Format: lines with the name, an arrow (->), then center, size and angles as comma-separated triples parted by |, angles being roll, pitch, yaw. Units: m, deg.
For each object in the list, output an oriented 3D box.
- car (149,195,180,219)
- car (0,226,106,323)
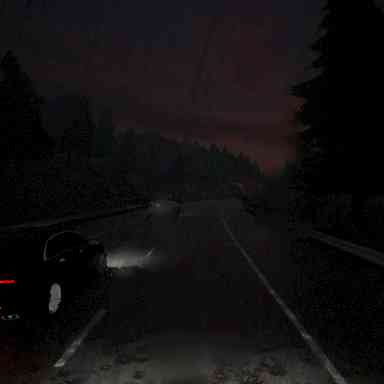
car -> -2.421, 1.256, 29.782 | 2.150, 2.045, 5.566 | 0, 0, 4
car -> -3.317, 1.514, 7.302 | 1.837, 1.490, 4.892 | 0, 0, 1
